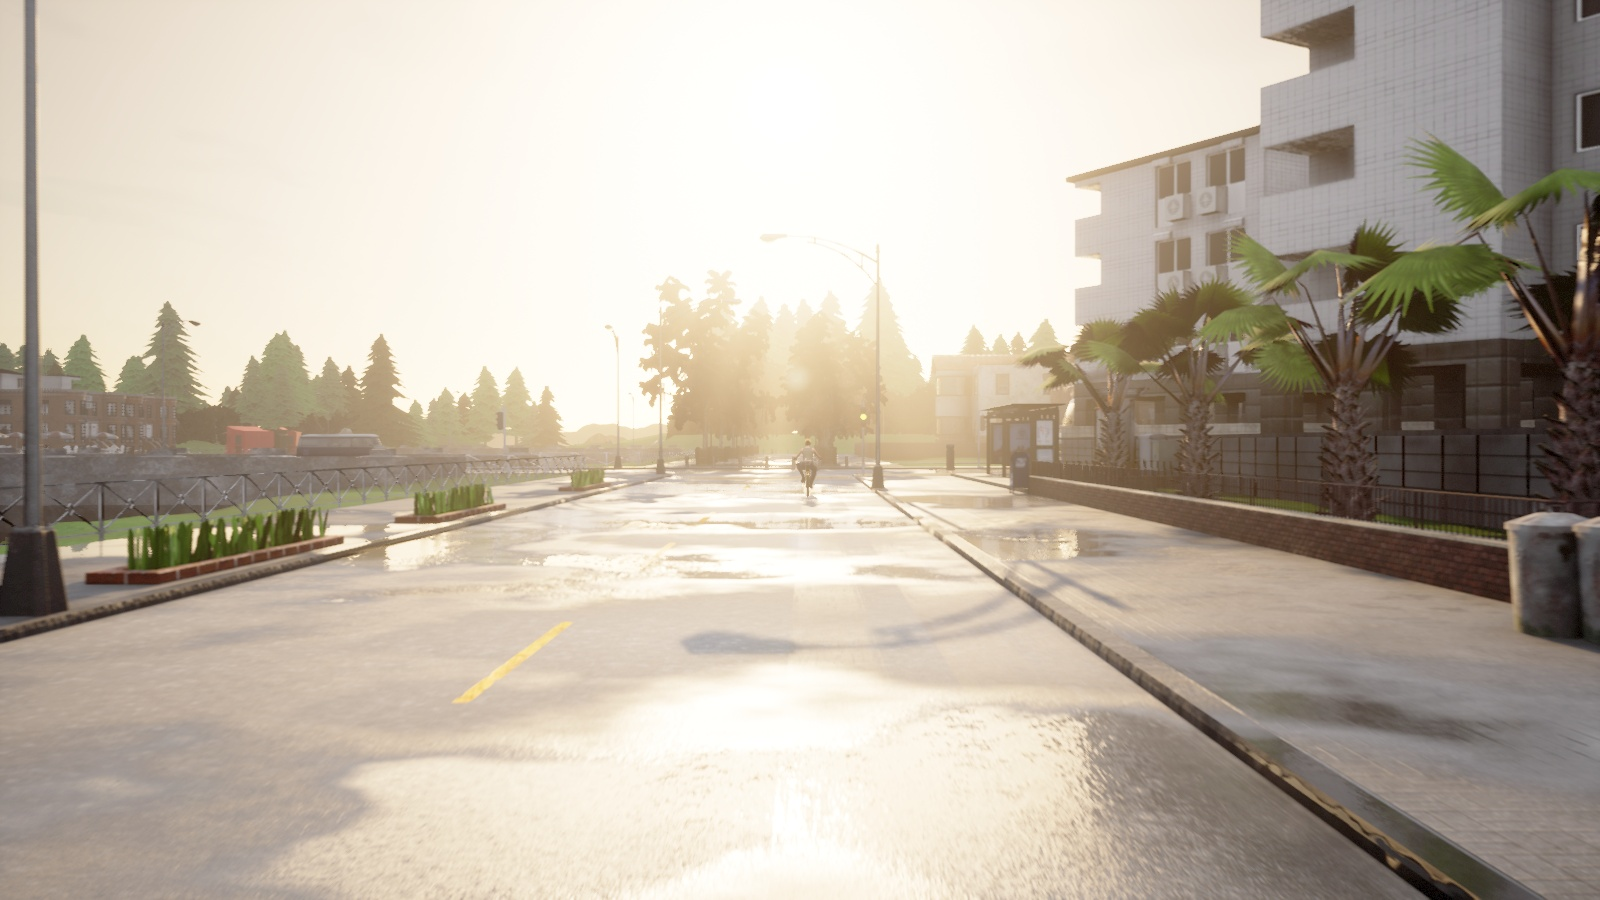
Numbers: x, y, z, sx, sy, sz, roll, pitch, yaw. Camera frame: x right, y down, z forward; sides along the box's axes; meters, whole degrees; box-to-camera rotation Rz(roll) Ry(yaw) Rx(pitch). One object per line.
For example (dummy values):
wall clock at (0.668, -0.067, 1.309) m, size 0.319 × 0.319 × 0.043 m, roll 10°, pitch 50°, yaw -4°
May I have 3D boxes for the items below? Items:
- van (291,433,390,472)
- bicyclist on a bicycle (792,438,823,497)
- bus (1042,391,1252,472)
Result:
van at (-23.524, 0.117, 64.401) m, size 4.442 × 1.987 × 1.775 m, roll 0°, pitch 0°, yaw 0°
bicyclist on a bicycle at (0.219, 0.483, 35.496) m, size 0.866 × 1.612 × 1.509 m, roll 0°, pitch 0°, yaw 0°
bus at (18.628, -0.998, 67.944) m, size 10.273 × 4.253 × 3.944 m, roll 0°, pitch 0°, yaw 0°
